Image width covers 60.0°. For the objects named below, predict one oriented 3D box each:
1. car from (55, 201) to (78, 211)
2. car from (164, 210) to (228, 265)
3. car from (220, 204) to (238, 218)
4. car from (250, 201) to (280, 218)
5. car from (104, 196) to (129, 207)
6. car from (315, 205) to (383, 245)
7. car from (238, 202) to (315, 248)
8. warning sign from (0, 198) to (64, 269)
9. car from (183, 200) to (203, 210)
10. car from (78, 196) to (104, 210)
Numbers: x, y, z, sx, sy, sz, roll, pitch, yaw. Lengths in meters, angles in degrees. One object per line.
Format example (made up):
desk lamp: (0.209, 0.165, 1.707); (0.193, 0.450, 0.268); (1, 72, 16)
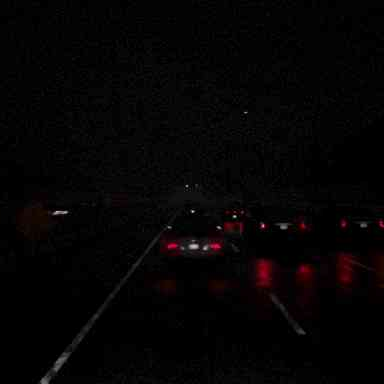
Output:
car: (-17.576, 1.915, 47.370); (2.033, 1.411, 5.357); (0, -1, 0)
car: (0.069, 1.584, 11.784); (2.033, 1.411, 5.357); (0, 0, 0)
car: (3.588, 1.773, 30.114); (1.895, 1.301, 4.718); (0, -1, 0)
car: (7.087, 1.679, 33.011); (1.882, 1.535, 5.008); (0, -1, 0)
car: (-10.575, 1.597, 47.928); (2.150, 2.045, 5.566); (0, -1, 0)
car: (7.085, 1.410, 15.843); (2.097, 1.767, 4.553); (0, 0, 0)
car: (3.582, 1.405, 15.083); (2.097, 1.767, 4.553); (0, 0, 0)
warning sign: (-4.532, 1.141, 9.495); (1.300, 1.860, 1.060); (1, 1, 0)
car: (0.090, 1.756, 32.047); (1.994, 1.385, 4.181); (0, -1, 0)
car: (-14.075, 1.597, 47.911); (2.150, 2.045, 5.566); (0, -1, 0)
